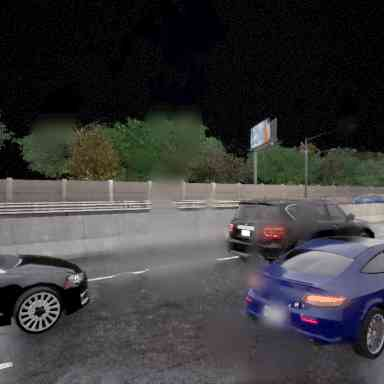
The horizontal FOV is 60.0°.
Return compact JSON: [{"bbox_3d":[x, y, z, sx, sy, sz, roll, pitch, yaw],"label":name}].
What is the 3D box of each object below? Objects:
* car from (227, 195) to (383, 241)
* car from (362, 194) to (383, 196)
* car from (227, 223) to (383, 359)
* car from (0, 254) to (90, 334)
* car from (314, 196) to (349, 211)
[{"bbox_3d":[3.651,1.226,10.745,5.566,2.045,2.150,0,0,-36],"label":"car"},{"bbox_3d":[22.148,1.284,41.739,5.566,2.045,2.150,0,0,-36],"label":"car"},{"bbox_3d":[2.987,1.528,5.951,4.674,1.442,1.812,0,0,-36],"label":"car"},{"bbox_3d":[-4.117,1.492,5.097,4.902,1.511,2.128,0,0,-36],"label":"car"},{"bbox_3d":[18.169,1.409,43.174,4.553,1.767,2.097,0,0,-36],"label":"car"}]
